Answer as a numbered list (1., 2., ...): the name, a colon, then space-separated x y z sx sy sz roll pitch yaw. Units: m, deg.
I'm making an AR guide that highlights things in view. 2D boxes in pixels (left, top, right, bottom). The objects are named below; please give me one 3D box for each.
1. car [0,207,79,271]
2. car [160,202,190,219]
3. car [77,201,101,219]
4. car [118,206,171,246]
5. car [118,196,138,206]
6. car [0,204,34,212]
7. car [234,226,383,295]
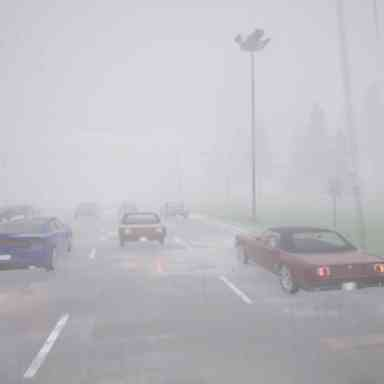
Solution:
1. car: -5.116 1.479 10.739 1.882 1.535 5.008 -1 0 -11
2. car: -1.578 1.495 27.784 1.895 1.301 4.718 -1 0 -12
3. car: -8.934 1.508 28.580 2.033 1.411 5.357 -1 0 -12
4. car: -2.389 1.557 15.238 1.895 1.301 4.718 -1 0 -13
5. car: -6.247 1.443 32.629 1.812 1.442 4.674 -1 0 -12
6. car: -10.881 1.516 21.121 1.837 1.490 4.892 -1 0 -12
7. car: 2.637 1.537 8.650 1.895 1.301 4.718 -1 0 -11
